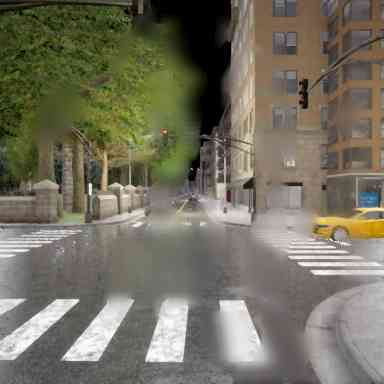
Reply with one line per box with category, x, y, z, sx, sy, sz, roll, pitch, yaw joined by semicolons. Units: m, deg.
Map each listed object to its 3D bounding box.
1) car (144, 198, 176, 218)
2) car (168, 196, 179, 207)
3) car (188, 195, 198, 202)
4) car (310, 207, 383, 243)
car;-2.998;1.526;30.708;2.033;1.411;5.357;0;0;4
car;-2.997;1.465;40.780;1.837;1.490;4.892;0;0;0
car;0.210;1.424;70.816;1.812;1.442;4.674;0;0;0
car;8.178;1.488;15.636;5.008;1.535;1.882;0;0;0
